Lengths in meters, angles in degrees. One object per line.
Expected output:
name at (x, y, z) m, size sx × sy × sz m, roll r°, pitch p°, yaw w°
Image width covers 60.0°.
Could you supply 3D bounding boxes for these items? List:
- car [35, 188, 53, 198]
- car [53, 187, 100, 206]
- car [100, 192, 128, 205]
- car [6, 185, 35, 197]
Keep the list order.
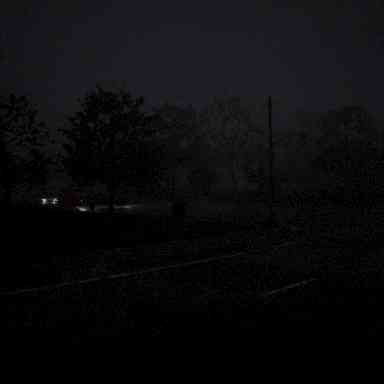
car at (-23.531, 0.057, 51.922) m, size 5.008 × 1.535 × 1.882 m, roll 3°, pitch 4°, yaw 39°
car at (-13.748, 0.496, 39.443) m, size 5.566 × 2.045 × 2.150 m, roll 3°, pitch 3°, yaw 39°
car at (-9.897, 0.718, 40.845) m, size 5.008 × 1.535 × 1.882 m, roll 2°, pitch 3°, yaw 39°
car at (-25.744, -0.381, 49.192) m, size 4.553 × 1.767 × 2.097 m, roll 3°, pitch 4°, yaw 39°
